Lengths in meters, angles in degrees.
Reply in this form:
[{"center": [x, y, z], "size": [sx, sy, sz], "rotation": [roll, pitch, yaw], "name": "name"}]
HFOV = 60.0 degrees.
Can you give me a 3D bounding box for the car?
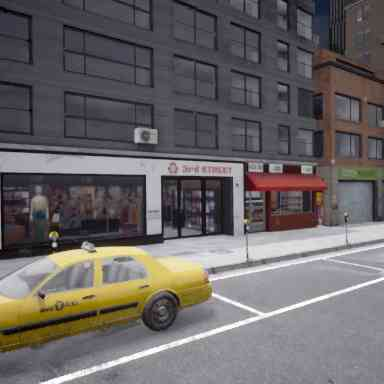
[{"center": [-1.912, 1.525, 5.295], "size": [4.829, 1.417, 1.752], "rotation": [0, -1, -35], "name": "car"}]
